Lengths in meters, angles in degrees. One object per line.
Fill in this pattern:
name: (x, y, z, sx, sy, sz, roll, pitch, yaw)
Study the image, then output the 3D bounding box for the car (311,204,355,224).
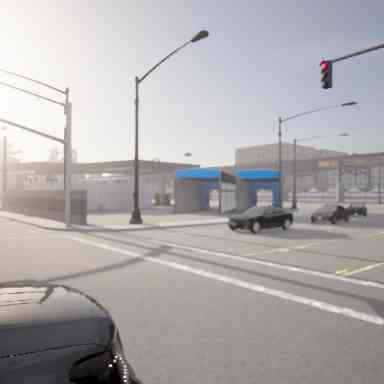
car: (11.437, 1.760, 27.290, 1.812, 1.442, 4.674, 0, 0, 43)

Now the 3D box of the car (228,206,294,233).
car: (4.416, 1.647, 21.078, 5.008, 1.535, 1.882, 1, 0, -40)

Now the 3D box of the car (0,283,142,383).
car: (-2.992, 1.214, 1.594, 5.566, 2.045, 2.150, 1, 0, -36)

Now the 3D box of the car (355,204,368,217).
car: (17.543, 1.908, 35.303, 1.895, 1.301, 4.718, 0, 0, 29)
